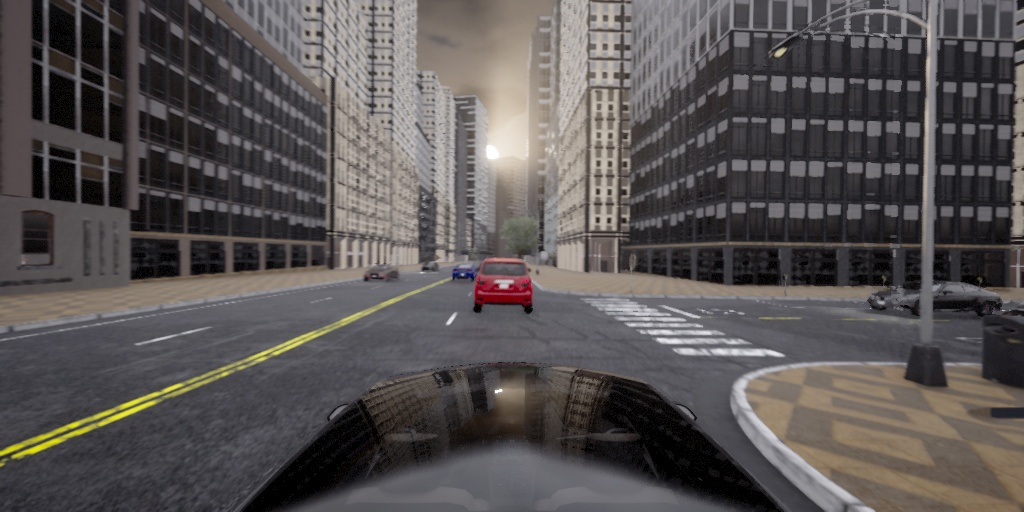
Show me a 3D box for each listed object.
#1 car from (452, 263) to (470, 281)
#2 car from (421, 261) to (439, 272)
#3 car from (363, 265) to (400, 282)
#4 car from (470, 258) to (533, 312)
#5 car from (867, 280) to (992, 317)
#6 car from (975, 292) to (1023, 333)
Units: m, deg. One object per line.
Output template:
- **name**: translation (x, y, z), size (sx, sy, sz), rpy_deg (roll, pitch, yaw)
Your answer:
- **car**: translation (-4.186, 1.403, 32.194), size (1.882, 1.535, 5.008), rpy_deg (1, 0, -2)
- **car**: translation (-11.424, 1.485, 50.326), size (1.837, 1.490, 4.892), rpy_deg (1, -1, -1)
- **car**: translation (-10.811, 1.403, 29.968), size (1.994, 1.385, 4.181), rpy_deg (1, 0, -2)
- **car**: translation (-0.362, 1.086, 15.054), size (2.150, 2.045, 5.566), rpy_deg (1, 1, -2)
- **car**: translation (18.106, 1.772, 15.425), size (4.674, 1.442, 1.812), rpy_deg (1, 0, -3)
- **car**: translation (15.612, 1.796, 9.400), size (4.403, 1.370, 2.007), rpy_deg (0, 0, -3)
